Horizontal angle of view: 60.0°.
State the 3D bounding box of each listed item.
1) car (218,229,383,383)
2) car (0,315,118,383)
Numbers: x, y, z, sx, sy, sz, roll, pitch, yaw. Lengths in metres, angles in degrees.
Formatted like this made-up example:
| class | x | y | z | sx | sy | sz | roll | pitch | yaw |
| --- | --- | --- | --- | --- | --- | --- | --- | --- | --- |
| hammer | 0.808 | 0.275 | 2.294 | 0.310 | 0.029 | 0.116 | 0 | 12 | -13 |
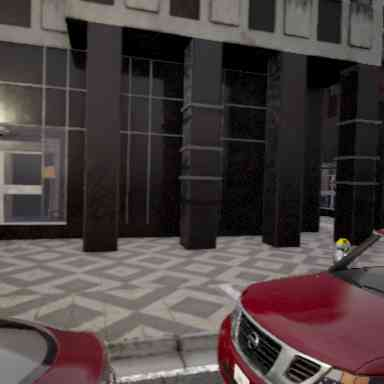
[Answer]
| class | x | y | z | sx | sy | sz | roll | pitch | yaw |
| --- | --- | --- | --- | --- | --- | --- | --- | --- | --- |
| car | 2.838 | 1.287 | 3.438 | 5.009 | 1.841 | 2.192 | 1 | 2 | -16 |
| car | -2.553 | 1.429 | 1.897 | 4.206 | 1.307 | 1.802 | 1 | 2 | -16 |
